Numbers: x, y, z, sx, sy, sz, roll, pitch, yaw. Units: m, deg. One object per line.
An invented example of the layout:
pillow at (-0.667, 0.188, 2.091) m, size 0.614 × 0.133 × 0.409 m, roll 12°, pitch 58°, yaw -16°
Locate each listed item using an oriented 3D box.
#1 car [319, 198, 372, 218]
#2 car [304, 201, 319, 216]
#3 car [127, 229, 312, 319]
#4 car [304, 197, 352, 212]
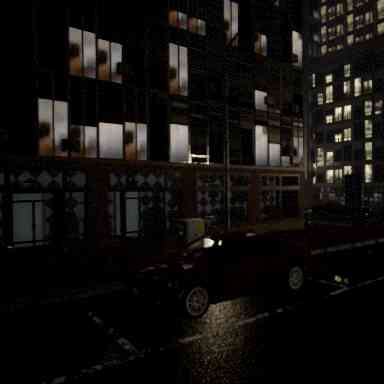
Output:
car at (13.418, 1.544, 29.765) m, size 1.895 × 1.301 × 4.718 m, roll -1°, pitch 1°, yaw -36°
car at (9.186, 1.500, 31.305) m, size 2.008 × 1.369 × 4.403 m, roll 0°, pitch 1°, yaw -35°
car at (0.785, 1.553, 7.339) m, size 4.507 × 1.381 × 1.887 m, roll 0°, pitch -1°, yaw -36°
car at (15.117, 1.340, 37.321) m, size 1.752 × 1.417 × 4.829 m, roll 0°, pitch 1°, yaw -35°
